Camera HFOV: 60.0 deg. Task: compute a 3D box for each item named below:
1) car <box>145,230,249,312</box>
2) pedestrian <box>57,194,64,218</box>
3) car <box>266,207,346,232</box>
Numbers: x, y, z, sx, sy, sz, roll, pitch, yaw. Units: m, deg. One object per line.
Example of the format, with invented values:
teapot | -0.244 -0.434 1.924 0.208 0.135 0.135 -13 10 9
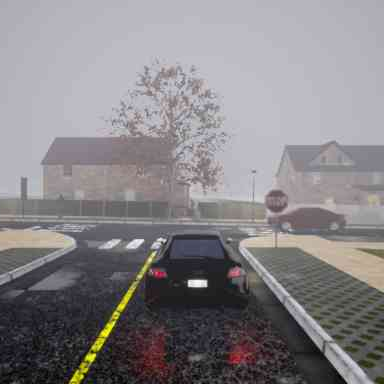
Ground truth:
car | 0.076 1.565 7.807 1.994 1.385 4.181 0 0 -1
pedestrian | -9.742 1.021 24.640 0.375 1.860 0.375 0 -2 0
car | 7.369 1.698 21.615 5.008 1.535 1.882 1 0 -4
